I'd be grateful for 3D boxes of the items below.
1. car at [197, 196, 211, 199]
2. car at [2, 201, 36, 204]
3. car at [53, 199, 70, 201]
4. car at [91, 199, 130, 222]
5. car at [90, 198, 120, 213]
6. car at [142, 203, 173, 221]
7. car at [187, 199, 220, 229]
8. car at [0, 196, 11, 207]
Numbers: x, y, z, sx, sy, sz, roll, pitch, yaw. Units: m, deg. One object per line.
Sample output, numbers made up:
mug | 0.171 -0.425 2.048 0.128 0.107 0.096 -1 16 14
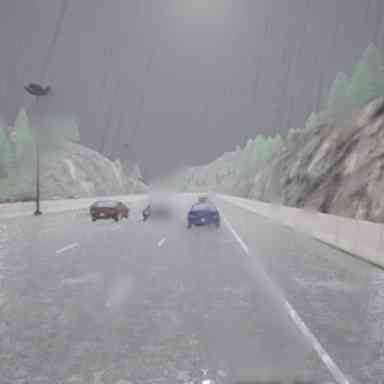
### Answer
car | 1.941 1.348 54.413 1.837 1.490 4.892 0 0 2
car | -23.089 1.004 44.635 2.150 2.045 5.566 0 0 3
car | -19.372 1.256 50.536 1.882 1.535 5.008 0 0 3
car | -6.106 1.379 25.409 1.882 1.535 5.008 0 0 2
car | -9.244 1.424 35.530 1.994 1.385 4.181 0 0 2
car | -2.580 1.513 26.167 1.895 1.301 4.718 0 0 2
car | 0.740 1.417 20.997 1.882 1.535 5.008 0 0 2
car | -26.579 1.333 44.869 1.994 1.385 4.181 0 0 2
